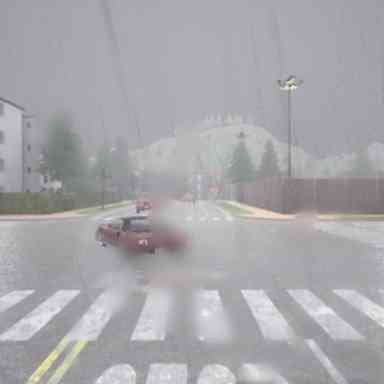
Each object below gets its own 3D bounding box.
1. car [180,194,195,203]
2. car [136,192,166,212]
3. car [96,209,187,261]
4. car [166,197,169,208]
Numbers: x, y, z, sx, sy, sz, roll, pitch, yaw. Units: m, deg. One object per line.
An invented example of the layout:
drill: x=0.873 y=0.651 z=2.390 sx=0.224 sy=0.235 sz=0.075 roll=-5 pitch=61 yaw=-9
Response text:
car: x=-0.775 y=1.133 z=60.268 sx=1.882 sy=1.535 sz=5.008 roll=0 pitch=0 yaw=-14
car: x=-4.241 y=1.023 z=33.629 sx=2.150 sy=2.045 sz=5.566 roll=0 pitch=0 yaw=0
car: x=-2.085 y=1.534 z=12.209 sx=1.895 sy=1.301 sz=4.718 roll=0 pitch=0 yaw=-30
car: x=-4.234 y=1.100 z=43.692 sx=2.097 sy=1.767 sz=4.553 roll=0 pitch=0 yaw=0
